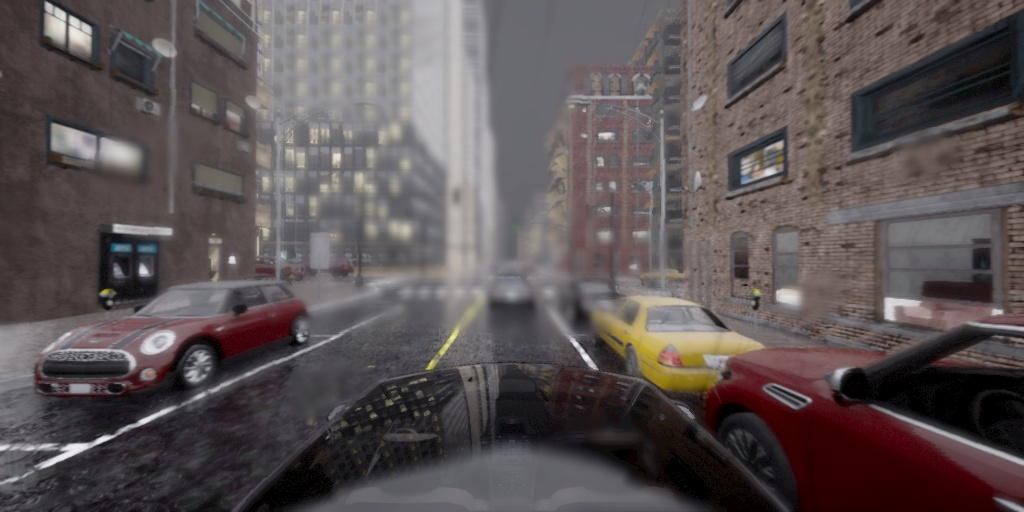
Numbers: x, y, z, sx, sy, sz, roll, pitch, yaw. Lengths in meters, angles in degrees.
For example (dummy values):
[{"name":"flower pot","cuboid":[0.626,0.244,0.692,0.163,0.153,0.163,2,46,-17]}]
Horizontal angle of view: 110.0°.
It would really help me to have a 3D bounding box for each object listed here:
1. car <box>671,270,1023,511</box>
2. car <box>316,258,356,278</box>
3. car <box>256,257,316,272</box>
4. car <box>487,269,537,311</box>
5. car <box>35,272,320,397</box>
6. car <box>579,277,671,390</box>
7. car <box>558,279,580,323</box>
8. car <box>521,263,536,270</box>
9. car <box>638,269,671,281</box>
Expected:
[{"name":"car","cuboid":[2.688,1.058,1.036,2.192,1.841,5.009,0,0,0]},{"name":"car","cuboid":[-17.717,1.106,34.443,5.009,1.841,2.192,0,0,0]},{"name":"car","cuboid":[-17.581,1.003,26.064,5.009,1.841,2.192,0,0,0]},{"name":"car","cuboid":[-0.008,1.452,15.386,1.994,1.385,4.181,0,0,0]},{"name":"car","cuboid":[-5.693,1.240,6.715,1.967,1.591,4.097,0,0,0]},{"name":"car","cuboid":[2.688,1.326,6.888,1.751,1.417,4.829,0,0,0]},{"name":"car","cuboid":[2.687,1.423,12.401,1.948,1.339,4.313,0,0,0]},{"name":"car","cuboid":[2.730,1.872,54.422,1.802,1.307,4.207,0,0,0]},{"name":"car","cuboid":[14.623,1.919,34.724,4.829,1.417,1.751,0,0,0]}]
